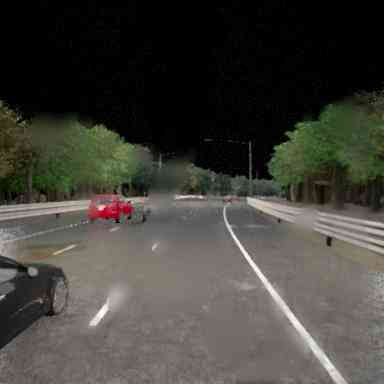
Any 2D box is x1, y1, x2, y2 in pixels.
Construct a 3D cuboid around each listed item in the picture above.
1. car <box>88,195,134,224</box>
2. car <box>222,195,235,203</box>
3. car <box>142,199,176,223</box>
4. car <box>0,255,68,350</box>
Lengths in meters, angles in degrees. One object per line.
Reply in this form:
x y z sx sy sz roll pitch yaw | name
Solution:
-6.034 1.228 25.285 2.150 2.045 5.566 0 0 4 | car
7.291 1.526 68.532 1.812 1.442 4.674 0 0 10 | car
-2.459 1.358 26.074 2.097 1.767 4.553 0 0 4 | car
-3.333 1.540 4.570 1.812 1.442 4.674 0 0 1 | car
